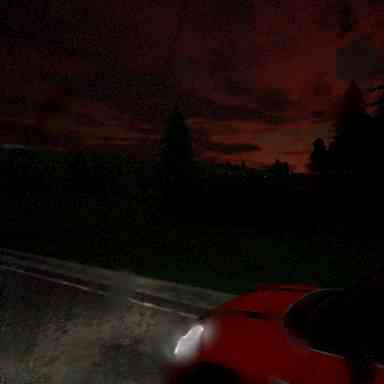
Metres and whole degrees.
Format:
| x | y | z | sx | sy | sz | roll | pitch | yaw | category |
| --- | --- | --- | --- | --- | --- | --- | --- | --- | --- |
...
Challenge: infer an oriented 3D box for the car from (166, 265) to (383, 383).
| x | y | z | sx | sy | sz | roll | pitch | yaw | category |
| --- | --- | --- | --- | --- | --- | --- | --- | --- | --- |
| 1.960 | 1.351 | 2.599 | 4.553 | 1.767 | 2.097 | 0 | 0 | 35 | car |
